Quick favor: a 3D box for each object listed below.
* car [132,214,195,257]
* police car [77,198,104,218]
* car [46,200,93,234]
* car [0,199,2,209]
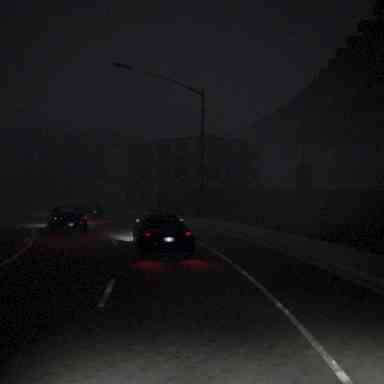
[{"bbox_3d":[-1.215,1.527,12.922,1.994,1.385,4.181,1,0,-13],"label":"car"},{"bbox_3d":[-9.091,1.287,27.548,1.930,1.638,5.238,1,0,-40],"label":"police car"},{"bbox_3d":[-7.067,1.424,18.701,1.812,1.442,4.674,1,0,-26],"label":"car"},{"bbox_3d":[-23.780,1.060,37.570,4.553,1.767,2.097,1,0,21],"label":"car"}]
